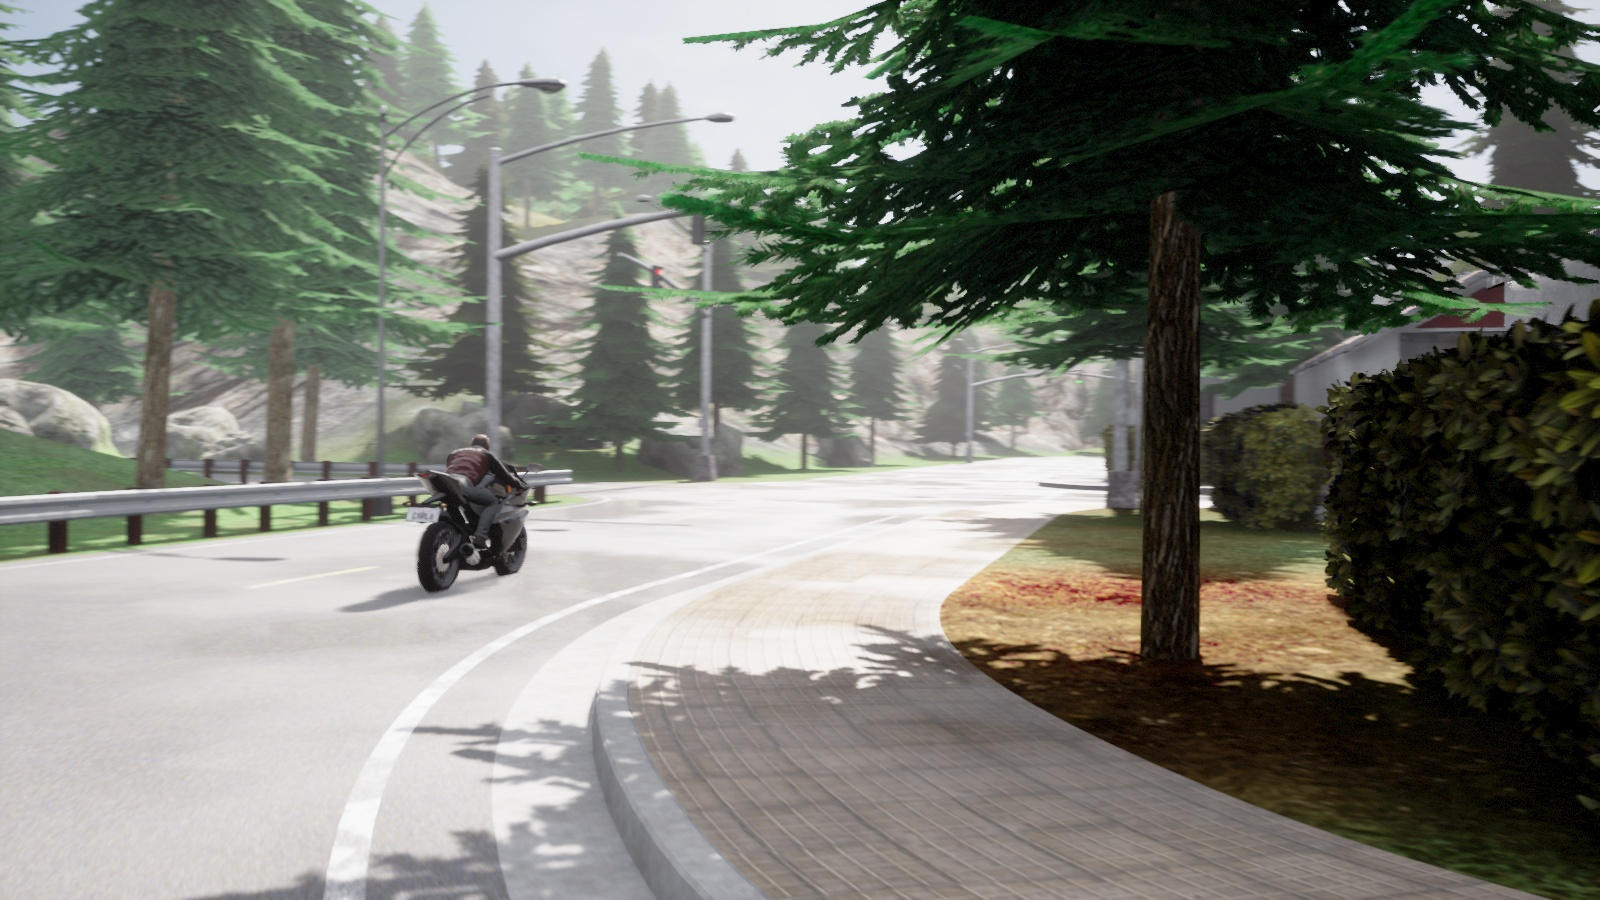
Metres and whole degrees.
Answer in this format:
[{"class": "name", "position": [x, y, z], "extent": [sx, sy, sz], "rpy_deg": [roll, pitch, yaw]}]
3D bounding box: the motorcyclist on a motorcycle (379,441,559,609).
[{"class": "motorcyclist on a motorcycle", "position": [-3.260, 0.678, 12.637], "extent": [0.866, 1.530, 2.191], "rpy_deg": [0, 1, 12]}]
